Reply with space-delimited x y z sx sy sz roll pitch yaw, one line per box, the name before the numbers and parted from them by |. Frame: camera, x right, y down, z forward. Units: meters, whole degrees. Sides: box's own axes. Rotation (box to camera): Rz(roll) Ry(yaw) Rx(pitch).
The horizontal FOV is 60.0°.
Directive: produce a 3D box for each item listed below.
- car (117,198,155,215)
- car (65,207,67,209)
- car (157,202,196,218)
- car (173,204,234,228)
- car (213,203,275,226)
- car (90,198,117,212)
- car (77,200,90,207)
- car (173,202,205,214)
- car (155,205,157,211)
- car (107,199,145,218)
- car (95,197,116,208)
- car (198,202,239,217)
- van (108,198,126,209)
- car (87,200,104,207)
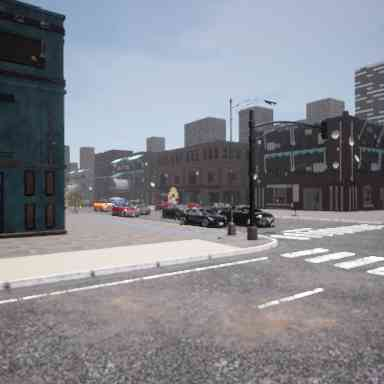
car | -6.792 1.801 39.897 2.097 1.767 4.553 -1 0 -35
car | -23.193 2.264 58.398 1.752 1.417 4.829 -1 0 -36
car | -1.272 1.905 32.178 1.994 1.385 4.181 -1 0 -35
car | 0.752 1.845 24.647 1.947 1.339 4.313 -1 0 -36
car | 3.973 1.742 24.759 1.837 1.490 4.892 -1 0 -34
car | -12.586 1.912 48.079 2.097 1.767 4.553 -1 0 -35
car | -21.334 2.236 65.782 2.128 1.511 4.902 -1 0 -36
car | -0.391 1.952 40.882 1.802 1.307 4.206 -1 0 -36
car | -3.606 2.014 45.387 1.802 1.307 4.206 -1 0 -36
car | -7.214 1.877 36.011 1.967 1.590 4.097 -1 0 -36
car | -16.476 1.988 63.407 2.192 1.841 5.009 -1 0 -36
car | 2.824 1.858 36.377 2.008 1.369 4.403 -1 0 -36
van | -13.260 1.955 58.902 1.690 1.788 3.998 -1 0 -36
car | -19.687 2.276 67.912 1.887 1.381 4.507 -1 0 -36
